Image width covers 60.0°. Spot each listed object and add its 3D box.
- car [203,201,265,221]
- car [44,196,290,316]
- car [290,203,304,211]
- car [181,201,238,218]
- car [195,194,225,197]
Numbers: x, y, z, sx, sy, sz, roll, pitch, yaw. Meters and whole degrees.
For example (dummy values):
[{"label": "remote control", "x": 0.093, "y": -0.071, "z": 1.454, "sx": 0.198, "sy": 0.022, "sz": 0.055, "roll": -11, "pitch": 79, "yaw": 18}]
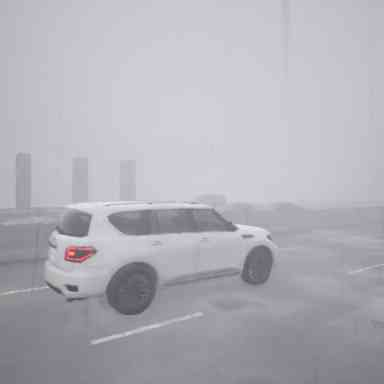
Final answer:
[{"label": "car", "x": 3.687, "y": 1.574, "z": 28.454, "sx": 5.357, "sy": 1.411, "sz": 2.033, "roll": 0, "pitch": 0, "yaw": -37}, {"label": "car", "x": -0.426, "y": 1.227, "z": 7.789, "sx": 5.566, "sy": 2.045, "sz": 2.150, "roll": 0, "pitch": 0, "yaw": -36}, {"label": "car", "x": 6.838, "y": 1.505, "z": 26.430, "sx": 5.008, "sy": 1.535, "sz": 1.882, "roll": 0, "pitch": 0, "yaw": -36}, {"label": "car", "x": 1.721, "y": 1.574, "z": 31.353, "sx": 5.357, "sy": 1.411, "sz": 2.033, "roll": 0, "pitch": 0, "yaw": -37}, {"label": "car", "x": 1.292, "y": 1.253, "z": 35.388, "sx": 5.566, "sy": 2.045, "sz": 2.150, "roll": 1, "pitch": 0, "yaw": -36}]
